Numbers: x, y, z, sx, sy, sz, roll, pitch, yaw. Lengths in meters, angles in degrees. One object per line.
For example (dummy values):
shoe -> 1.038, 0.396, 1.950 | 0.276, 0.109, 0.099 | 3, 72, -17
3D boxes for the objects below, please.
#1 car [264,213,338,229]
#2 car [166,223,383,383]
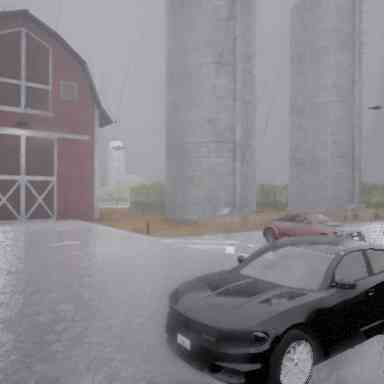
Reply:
car -> 5.101, 1.610, 14.334 | 1.994, 1.381, 4.181 | 0, 0, -36
car -> 1.943, 1.500, 5.359 | 5.008, 1.535, 1.882 | 0, 0, -35
